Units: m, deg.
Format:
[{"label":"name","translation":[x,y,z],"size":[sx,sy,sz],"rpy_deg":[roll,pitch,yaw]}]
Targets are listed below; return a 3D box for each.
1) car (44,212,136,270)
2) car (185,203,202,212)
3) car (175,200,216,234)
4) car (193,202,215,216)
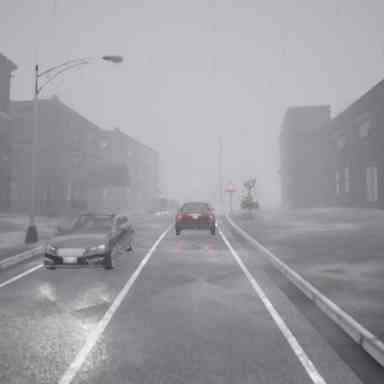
[{"label":"car","translation":[-3.066,1.435,10.844],"size":[2.128,1.511,4.902],"rpy_deg":[0,0,0]},{"label":"car","translation":[0.276,2.293,50.959],"size":[1.895,1.301,4.718],"rpy_deg":[-1,-2,11]},{"label":"car","translation":[0.220,1.306,18.867],"size":[2.097,1.767,4.553],"rpy_deg":[0,0,1]},{"label":"car","translation":[1.470,1.854,37.463],"size":[2.033,1.411,5.357],"rpy_deg":[0,-2,7]}]
